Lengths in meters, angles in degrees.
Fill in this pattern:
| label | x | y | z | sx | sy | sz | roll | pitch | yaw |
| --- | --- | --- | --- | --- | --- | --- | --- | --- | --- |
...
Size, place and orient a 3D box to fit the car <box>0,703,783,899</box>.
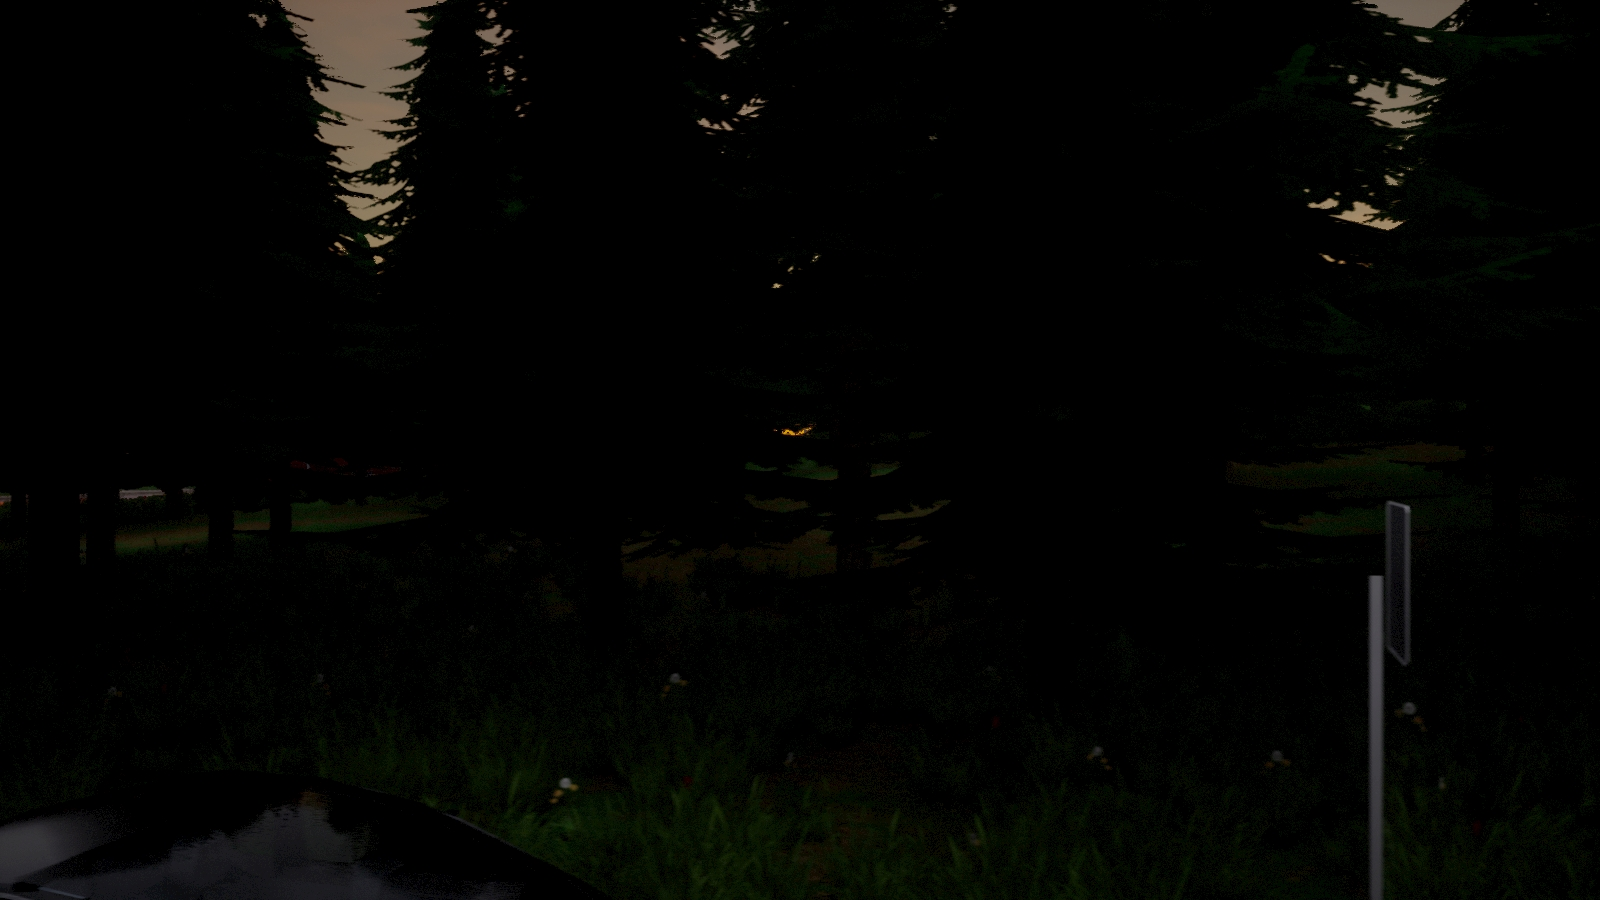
| label | x | y | z | sx | sy | sz | roll | pitch | yaw |
| --- | --- | --- | --- | --- | --- | --- | --- | --- | --- |
| car | -2.688 | 2.059 | 4.250 | 4.792 | 1.488 | 2.163 | 0 | 0 | 20 |
